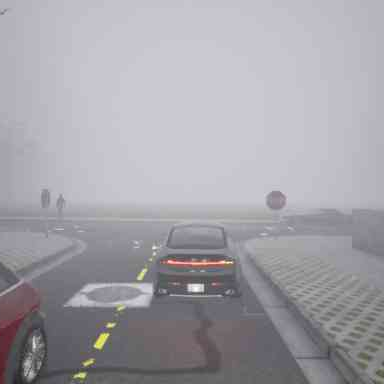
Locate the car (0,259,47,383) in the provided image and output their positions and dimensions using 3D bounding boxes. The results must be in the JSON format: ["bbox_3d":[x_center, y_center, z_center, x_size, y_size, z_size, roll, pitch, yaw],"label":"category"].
[{"bbox_3d":[-2.833,1.351,2.179,2.097,1.767,4.553,0,0,0],"label":"car"}]

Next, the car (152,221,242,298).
[{"bbox_3d":[0.176,1.503,8.500,1.837,1.490,4.892,0,0,3],"label":"car"}]

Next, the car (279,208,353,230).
[{"bbox_3d":[8.180,1.725,21.703,4.718,1.301,1.895,1,0,-1],"label":"car"}]

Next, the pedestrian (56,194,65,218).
[{"bbox_3d":[-9.685,0.997,24.504,0.375,1.860,0.375,0,-1,0],"label":"pedestrian"}]
